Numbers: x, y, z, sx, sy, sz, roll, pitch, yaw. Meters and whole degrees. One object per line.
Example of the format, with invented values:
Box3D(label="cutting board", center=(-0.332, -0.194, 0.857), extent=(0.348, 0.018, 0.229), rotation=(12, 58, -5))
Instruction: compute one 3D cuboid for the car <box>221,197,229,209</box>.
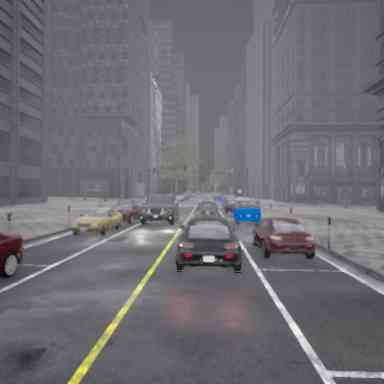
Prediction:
Box3D(label="car", center=(4.250, 1.495, 34.453), extent=(1.887, 1.381, 4.507), rotation=(1, 0, 3))

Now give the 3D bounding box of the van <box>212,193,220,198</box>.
Box3D(label="van", center=(6.146, 1.225, 77.921), extent=(1.690, 1.788, 3.998), rotation=(1, 0, 3))

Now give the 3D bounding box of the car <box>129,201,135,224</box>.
Box3D(label="car", center=(-4.778, 1.448, 23.806), extent=(1.887, 1.381, 4.507), rotation=(1, 0, 3))

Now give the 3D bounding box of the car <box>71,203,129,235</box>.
Box3D(label="car", center=(-5.026, 1.441, 18.116), extent=(1.752, 1.417, 4.829), rotation=(1, 0, 3))

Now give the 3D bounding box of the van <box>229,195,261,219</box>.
Box3D(label="van", center=(3.766, 1.314, 23.413), extent=(1.690, 1.788, 3.998), rotation=(1, 0, 3))

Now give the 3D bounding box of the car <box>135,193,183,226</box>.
Box3D(label="car", center=(-2.120, 1.148, 23.203), extent=(2.150, 2.045, 5.566), rotation=(0, 0, 3))

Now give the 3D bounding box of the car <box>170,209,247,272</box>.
Box3D(label="car", center=(0.523, 1.504, 10.620), extent=(1.812, 1.442, 4.674), rotation=(0, 0, 3))

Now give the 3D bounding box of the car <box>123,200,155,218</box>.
Box3D(label="car", center=(-4.537, 1.437, 29.326), extent=(1.887, 1.381, 4.507), rotation=(1, 0, 3))

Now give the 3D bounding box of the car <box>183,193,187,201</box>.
Box3D(label="car", center=(-2.622, 1.348, 72.732), extent=(1.752, 1.417, 4.829), rotation=(1, 0, 3))

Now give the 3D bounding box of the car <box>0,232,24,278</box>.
Box3D(label="car", center=(-5.501, 1.483, 7.245), extent=(1.887, 1.381, 4.507), rotation=(1, 0, 3))

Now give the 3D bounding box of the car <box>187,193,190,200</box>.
Box3D(label="car", center=(-2.145, 1.354, 83.472), extent=(1.887, 1.381, 4.507), rotation=(1, 0, 3))

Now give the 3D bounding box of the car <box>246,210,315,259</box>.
Box3D(label="car", center=(3.277, 1.578, 12.374), extent=(1.802, 1.307, 4.206), rotation=(1, 0, 3))

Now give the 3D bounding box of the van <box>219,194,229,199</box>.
Box3D(label="van", center=(4.496, 1.281, 39.972), extent=(1.690, 1.788, 3.998), rotation=(1, 0, 3))

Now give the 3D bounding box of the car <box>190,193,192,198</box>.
Box3D(label="car", center=(-1.911, 1.119, 88.755), extent=(2.192, 1.841, 5.009), rotation=(1, 0, 3))

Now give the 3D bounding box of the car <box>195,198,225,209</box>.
Box3D(label="car", center=(1.196, 1.494, 25.966), extent=(2.033, 1.411, 5.357), rotation=(0, 0, 2))

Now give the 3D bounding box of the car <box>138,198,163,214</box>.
Box3D(label="car", center=(-4.296, 1.426, 34.846), extent=(1.887, 1.381, 4.507), rotation=(1, 0, 3))

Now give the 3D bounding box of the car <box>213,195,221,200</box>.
Box3D(label="car", center=(6.619, 1.417, 88.737), extent=(1.887, 1.381, 4.507), rotation=(1, 0, 3))
